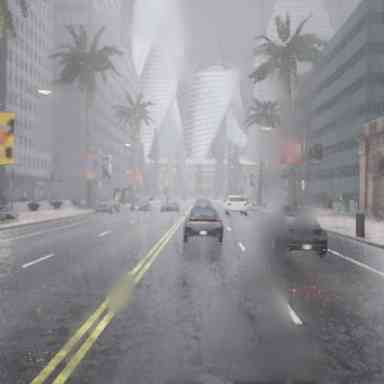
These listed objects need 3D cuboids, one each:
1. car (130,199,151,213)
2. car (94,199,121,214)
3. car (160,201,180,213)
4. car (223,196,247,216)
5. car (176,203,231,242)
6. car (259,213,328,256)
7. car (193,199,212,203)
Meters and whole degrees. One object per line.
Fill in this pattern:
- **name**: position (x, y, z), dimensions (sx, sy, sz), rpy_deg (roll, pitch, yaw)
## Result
- **car**: position (-5.930, 1.558, 38.693), dimensions (2.128, 1.511, 4.902), rpy_deg (1, 0, 2)
- **car**: position (-9.019, 1.491, 35.823), dimensions (2.231, 1.521, 4.892), rpy_deg (1, 0, 2)
- **car**: position (-2.447, 1.677, 38.194), dimensions (1.994, 1.385, 4.181), rpy_deg (1, 0, 2)
- **car**: position (4.693, 1.430, 36.350), dimensions (2.150, 2.045, 5.566), rpy_deg (1, 0, 2)
- **car**: position (0.573, 1.565, 16.800), dimensions (2.128, 1.511, 4.902), rpy_deg (1, 0, 2)
- **car**: position (3.973, 1.616, 13.663), dimensions (1.837, 1.490, 4.892), rpy_deg (1, 0, 2)
- **car**: position (1.169, 1.507, 35.682), dimensions (2.097, 1.767, 4.553), rpy_deg (1, 0, 2)
